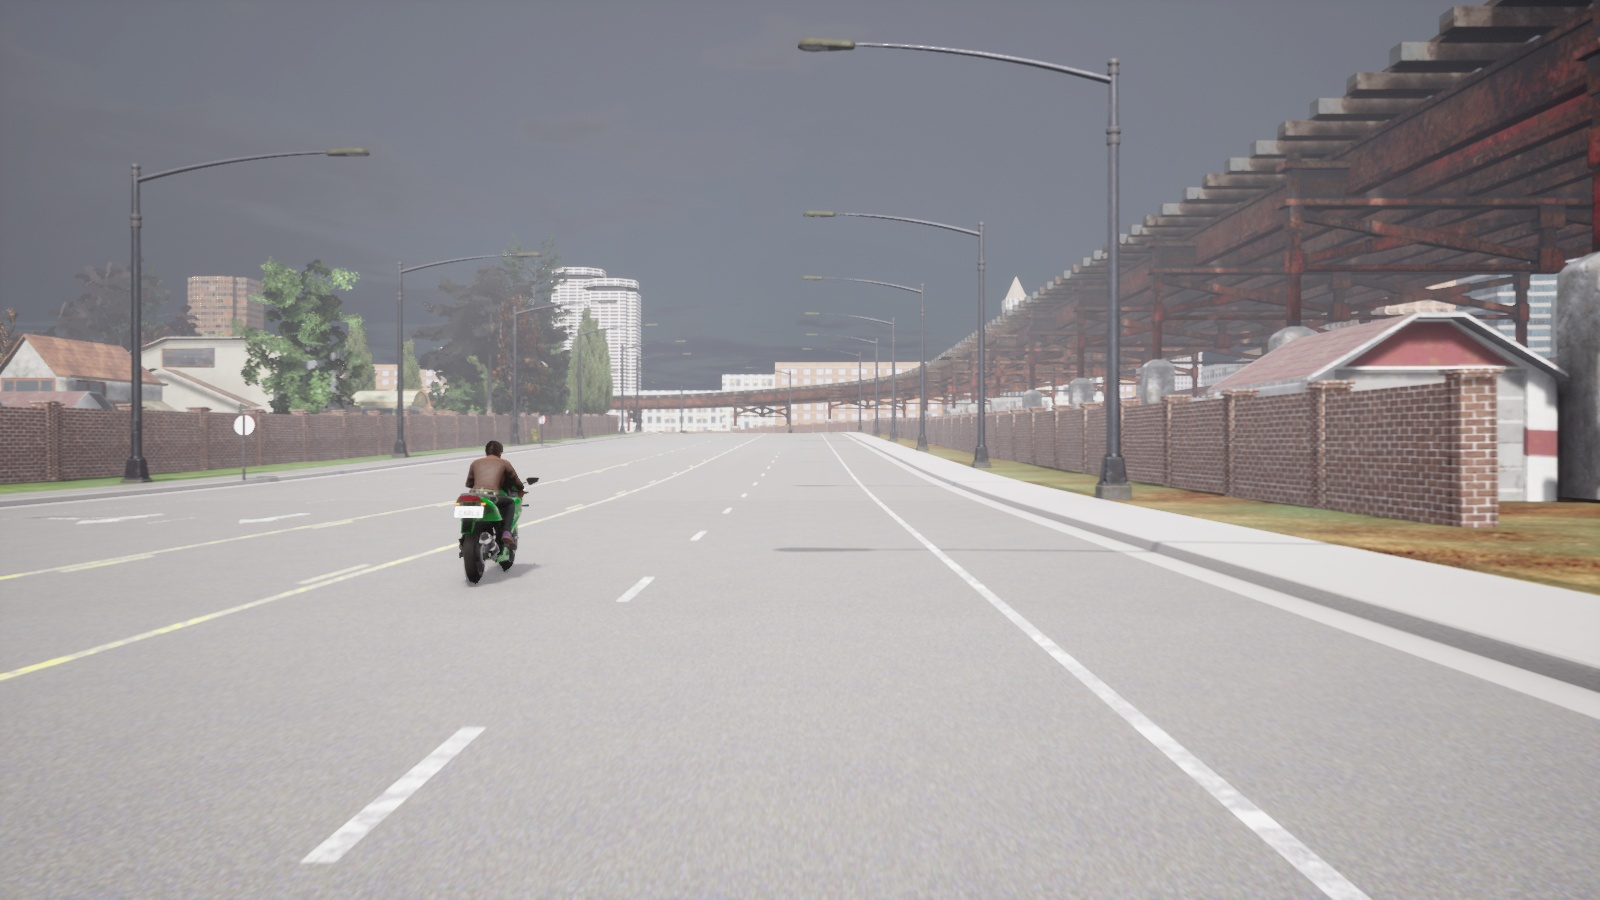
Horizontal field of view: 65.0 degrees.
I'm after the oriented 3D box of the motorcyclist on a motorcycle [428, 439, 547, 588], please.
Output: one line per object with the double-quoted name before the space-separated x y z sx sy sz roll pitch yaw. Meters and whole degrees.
"motorcyclist on a motorcycle" -3.405 0.648 13.878 0.797 1.523 2.044 0 0 0
